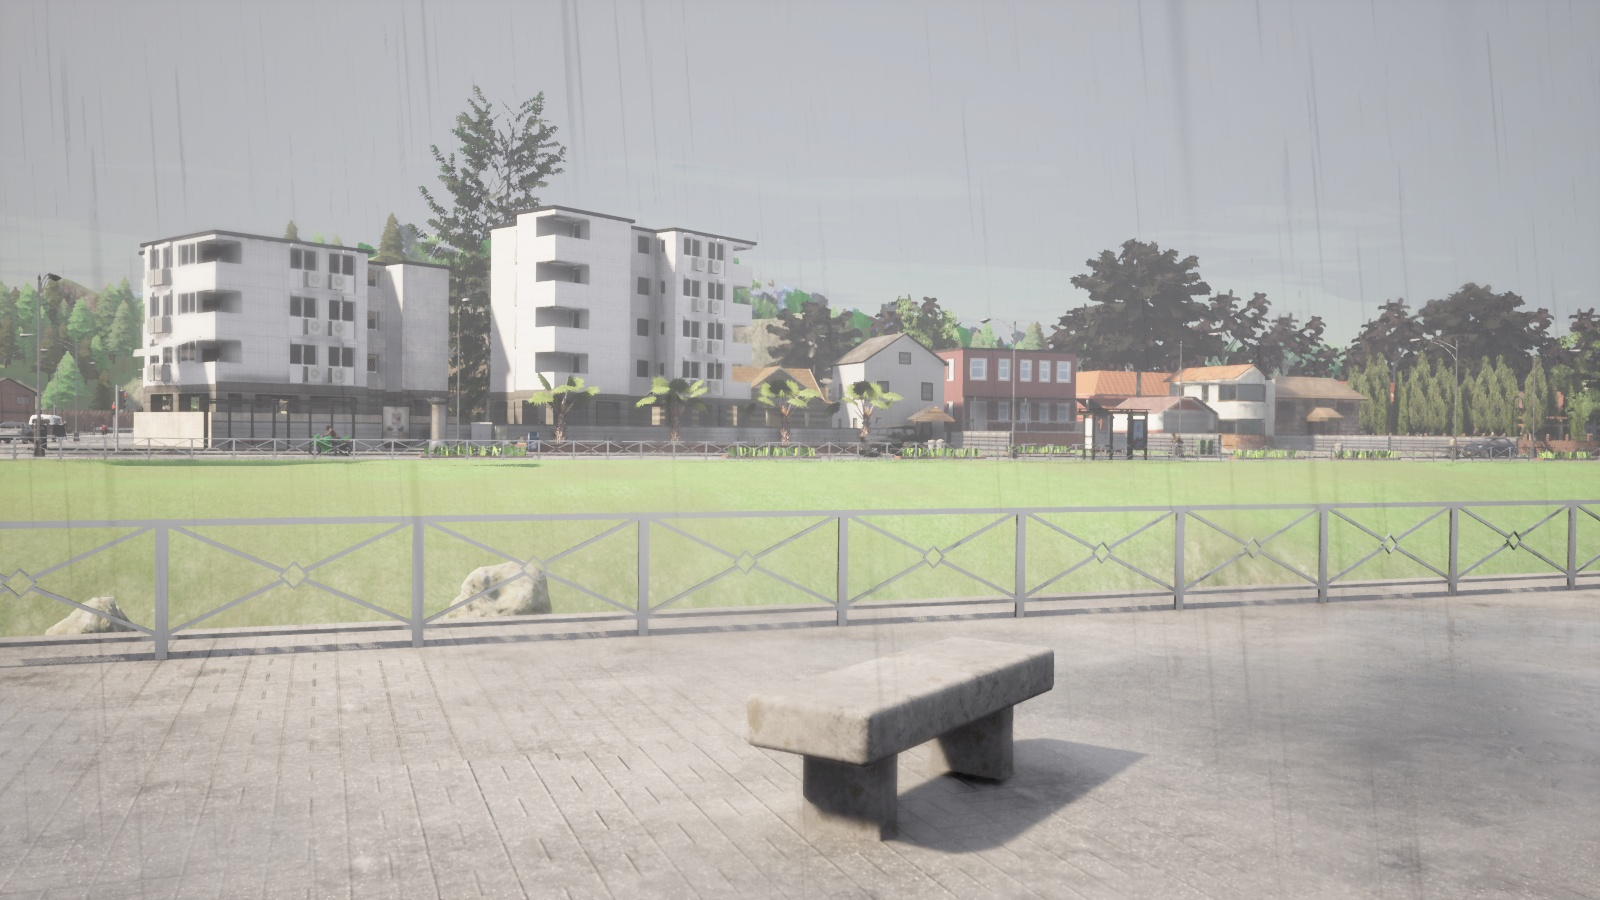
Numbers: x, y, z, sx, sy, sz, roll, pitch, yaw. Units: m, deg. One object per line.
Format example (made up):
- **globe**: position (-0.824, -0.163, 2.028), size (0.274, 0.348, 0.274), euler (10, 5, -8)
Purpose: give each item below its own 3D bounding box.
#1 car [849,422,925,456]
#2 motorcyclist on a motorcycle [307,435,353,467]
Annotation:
- **car**: position (4.968, -0.626, 71.669), size (3.866, 1.878, 1.905), euler (-1, 1, -21)
- **motorcyclist on a motorcycle**: position (-22.863, 0.033, 61.111), size (2.044, 1.523, 0.797), euler (-1, 1, -21)
